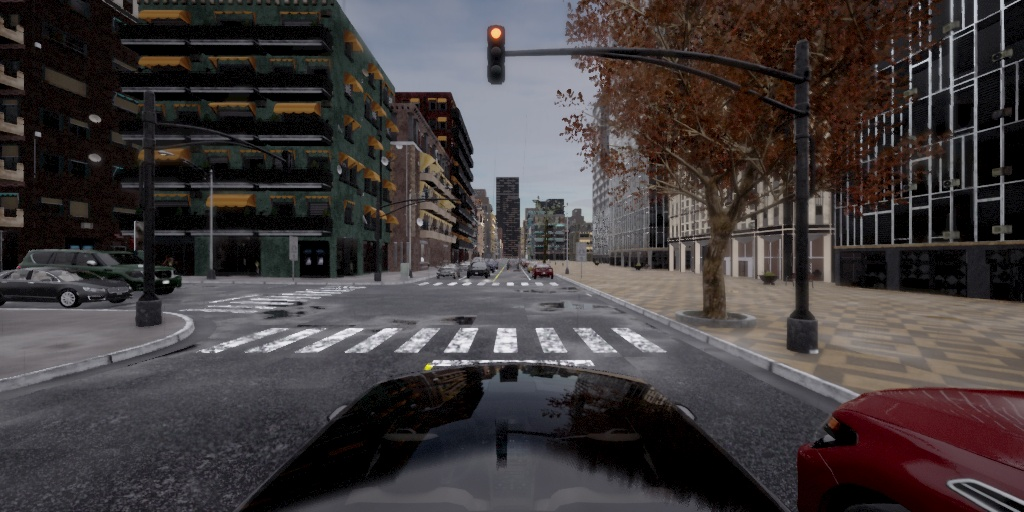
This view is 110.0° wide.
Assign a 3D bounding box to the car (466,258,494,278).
[{"bbox_3d":[-3.059,1.241,33.660,1.882,1.535,5.008,0,0,0],"label":"car"}]

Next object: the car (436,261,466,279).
[{"bbox_3d":[-5.655,1.313,32.375,2.007,1.370,4.403,0,0,0],"label":"car"}]

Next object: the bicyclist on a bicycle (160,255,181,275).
[{"bbox_3d":[-23.144,0.761,24.238,0.582,1.620,1.656,1,0,-1],"label":"bicyclist on a bicycle"}]

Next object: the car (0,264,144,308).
[{"bbox_3d":[-16.422,1.091,12.970,4.403,1.370,2.007,0,0,-1],"label":"car"}]

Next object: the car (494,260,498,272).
[{"bbox_3d":[-3.035,1.374,43.683,1.895,1.301,4.718,0,0,0],"label":"car"}]

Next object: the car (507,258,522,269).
[{"bbox_3d":[0.162,1.282,58.417,2.128,1.511,4.902,0,0,0],"label":"car"}]

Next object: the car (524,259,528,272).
[{"bbox_3d":[2.737,1.298,43.601,1.751,1.417,4.829,0,0,0],"label":"car"}]

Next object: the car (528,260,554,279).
[{"bbox_3d":[2.725,1.307,32.365,1.888,1.381,4.507,0,0,0],"label":"car"}]

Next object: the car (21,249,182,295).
[{"bbox_3d":[-17.773,0.747,15.553,5.566,2.045,2.150,1,0,0],"label":"car"}]

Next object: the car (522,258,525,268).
[{"bbox_3d":[2.755,1.375,60.028,1.802,1.307,4.207,0,0,0],"label":"car"}]
